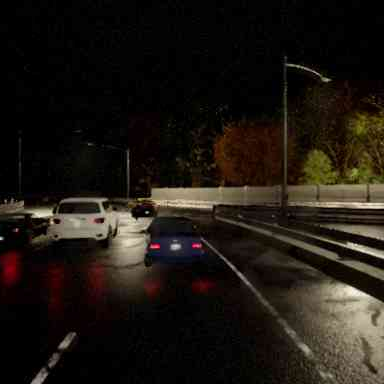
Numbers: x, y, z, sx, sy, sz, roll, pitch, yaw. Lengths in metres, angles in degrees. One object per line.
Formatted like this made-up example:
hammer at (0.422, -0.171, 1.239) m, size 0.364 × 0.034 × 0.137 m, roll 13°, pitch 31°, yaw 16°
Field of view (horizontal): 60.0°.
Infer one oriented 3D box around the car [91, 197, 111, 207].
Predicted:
car at (-15.320, 1.669, 55.582) m, size 2.128 × 1.511 × 4.902 m, roll 0°, pitch 0°, yaw -29°

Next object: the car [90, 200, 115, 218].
car at (-8.892, 1.607, 32.762) m, size 2.128 × 1.511 × 4.902 m, roll 0°, pitch 0°, yaw -17°

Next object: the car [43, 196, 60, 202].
car at (-33.769, 1.698, 79.835) m, size 4.674 × 1.442 × 1.812 m, roll 0°, pitch 0°, yaw 43°

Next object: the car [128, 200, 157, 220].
car at (-4.184, 1.653, 29.218) m, size 1.994 × 1.385 × 4.181 m, roll 0°, pitch 0°, yaw -15°

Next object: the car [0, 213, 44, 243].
car at (-8.363, 1.670, 16.146) m, size 1.895 × 1.301 × 4.718 m, roll 0°, pitch 0°, yaw -9°

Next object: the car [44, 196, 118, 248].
car at (-4.689, 1.277, 15.235) m, size 2.150 × 2.045 × 5.566 m, roll 0°, pitch 0°, yaw -7°

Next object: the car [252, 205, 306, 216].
car at (6.125, 1.626, 25.693) m, size 4.718 × 1.301 × 1.895 m, roll 0°, pitch 0°, yaw 42°

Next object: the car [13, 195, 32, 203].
car at (-38.657, 1.534, 74.826) m, size 4.553 × 1.767 × 2.097 m, roll 0°, pitch 0°, yaw 43°

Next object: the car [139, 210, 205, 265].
car at (-0.736, 1.582, 11.818) m, size 2.033 × 1.411 × 5.357 m, roll 0°, pitch 0°, yaw -6°

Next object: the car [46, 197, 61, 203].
car at (-32.990, 1.838, 79.058) m, size 1.812 × 1.442 × 4.674 m, roll 0°, pitch 0°, yaw -45°

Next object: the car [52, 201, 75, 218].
car at (-12.648, 1.691, 32.964) m, size 1.994 × 1.385 × 4.181 m, roll 0°, pitch 0°, yaw -18°

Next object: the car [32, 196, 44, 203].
car at (-36.224, 1.701, 77.340) m, size 4.902 × 1.511 × 2.128 m, roll 0°, pitch 0°, yaw 43°
